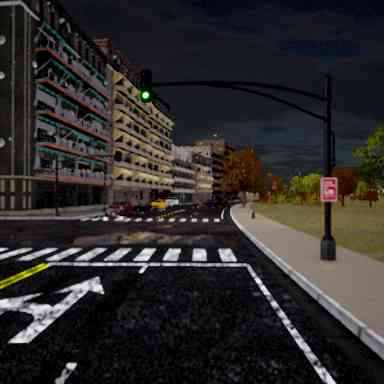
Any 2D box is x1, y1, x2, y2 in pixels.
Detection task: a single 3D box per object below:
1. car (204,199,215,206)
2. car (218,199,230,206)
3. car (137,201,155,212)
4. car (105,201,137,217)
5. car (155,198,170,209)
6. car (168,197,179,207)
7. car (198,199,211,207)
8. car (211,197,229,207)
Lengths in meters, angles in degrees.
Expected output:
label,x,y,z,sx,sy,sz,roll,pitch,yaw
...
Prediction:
label,x,y,z,sx,sy,sz,roll,pitch,yaw
car,4.270,2.445,78.363,1.882,1.535,5.008,0,-1,11
car,7.545,2.499,78.170,2.128,1.511,4.902,0,-1,11
car,-7.063,2.158,47.315,1.895,1.301,4.718,0,-1,7
car,-8.075,1.773,37.288,2.097,1.767,4.553,0,-1,5
car,-5.731,2.175,57.530,1.882,1.535,5.008,0,-1,8
car,-4.159,2.073,67.986,2.150,2.045,5.566,0,-1,9
car,2.452,2.351,68.162,2.128,1.511,4.902,0,-1,9
car,5.671,2.076,67.709,2.150,2.045,5.566,0,-1,9
